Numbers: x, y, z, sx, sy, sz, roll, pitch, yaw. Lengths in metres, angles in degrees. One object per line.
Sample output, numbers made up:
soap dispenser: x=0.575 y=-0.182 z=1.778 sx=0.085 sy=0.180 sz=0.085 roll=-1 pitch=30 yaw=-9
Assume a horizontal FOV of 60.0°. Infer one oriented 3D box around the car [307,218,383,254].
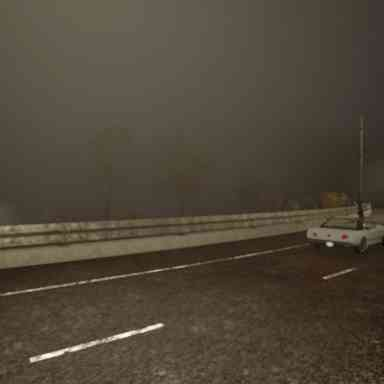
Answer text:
car: x=6.928 y=1.756 z=14.390 sx=4.718 sy=1.301 sz=1.895 roll=1 pitch=-1 yaw=-44
